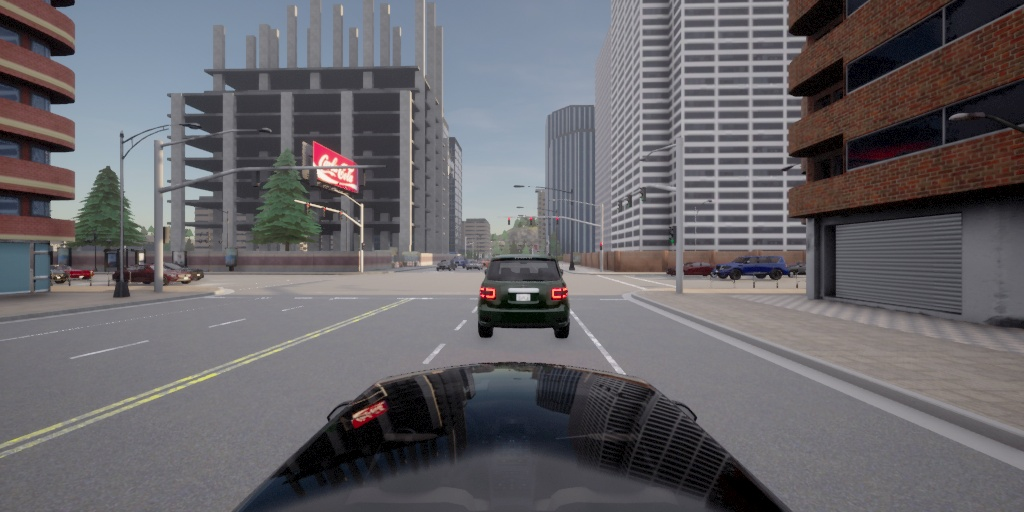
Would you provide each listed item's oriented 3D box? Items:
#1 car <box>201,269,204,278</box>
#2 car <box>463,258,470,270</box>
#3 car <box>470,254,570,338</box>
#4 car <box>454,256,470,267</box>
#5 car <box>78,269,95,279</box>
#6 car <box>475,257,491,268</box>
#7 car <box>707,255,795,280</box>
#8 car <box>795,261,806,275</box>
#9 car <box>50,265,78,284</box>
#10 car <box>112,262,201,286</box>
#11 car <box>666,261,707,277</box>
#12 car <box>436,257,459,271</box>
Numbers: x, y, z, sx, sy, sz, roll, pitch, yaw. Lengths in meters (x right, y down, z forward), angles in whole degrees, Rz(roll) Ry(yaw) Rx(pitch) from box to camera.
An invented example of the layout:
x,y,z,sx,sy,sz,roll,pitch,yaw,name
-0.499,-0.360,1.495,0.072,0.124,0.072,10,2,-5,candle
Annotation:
x,y,z,sx,sy,sz,roll,pitch,yaw,name
-27.207,1.228,28.327,5.008,1.535,1.882,0,0,2,car
-5.282,1.351,51.169,1.895,1.301,4.718,0,0,2,car
0.338,0.971,10.294,2.150,2.045,5.566,0,0,2,car
-8.504,0.971,58.381,2.150,2.045,5.566,0,0,1,car
-36.499,1.351,28.630,4.718,1.301,1.895,0,0,2,car
-4.879,1.102,61.269,2.097,1.767,4.553,0,0,2,car
20.222,0.971,30.490,5.566,2.045,2.150,0,0,2,car
27.236,1.241,33.751,4.902,1.511,2.128,0,0,2,car
-34.010,1.255,25.046,4.892,1.490,1.837,0,0,2,car
-24.764,1.276,24.746,4.674,1.442,1.812,0,0,2,car
17.306,1.228,34.083,5.008,1.535,1.882,0,0,2,car
-8.885,1.255,48.534,1.837,1.490,4.892,0,0,2,car
